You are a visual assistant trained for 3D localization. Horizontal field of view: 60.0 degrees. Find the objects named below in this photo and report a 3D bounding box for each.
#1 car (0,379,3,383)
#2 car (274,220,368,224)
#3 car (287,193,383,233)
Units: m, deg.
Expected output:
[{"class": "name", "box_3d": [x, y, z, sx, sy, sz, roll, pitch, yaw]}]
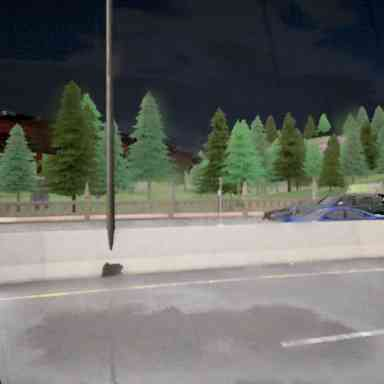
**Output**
[{"class": "car", "box_3d": [-3.567, 1.494, 1.312, 5.008, 1.535, 1.882, -1, 0, -19]}, {"class": "car", "box_3d": [6.120, 1.390, 14.833, 5.008, 1.535, 1.882, 0, 0, -10]}, {"class": "car", "box_3d": [8.480, 1.106, 18.792, 5.566, 2.045, 2.150, 0, 0, -9]}]
